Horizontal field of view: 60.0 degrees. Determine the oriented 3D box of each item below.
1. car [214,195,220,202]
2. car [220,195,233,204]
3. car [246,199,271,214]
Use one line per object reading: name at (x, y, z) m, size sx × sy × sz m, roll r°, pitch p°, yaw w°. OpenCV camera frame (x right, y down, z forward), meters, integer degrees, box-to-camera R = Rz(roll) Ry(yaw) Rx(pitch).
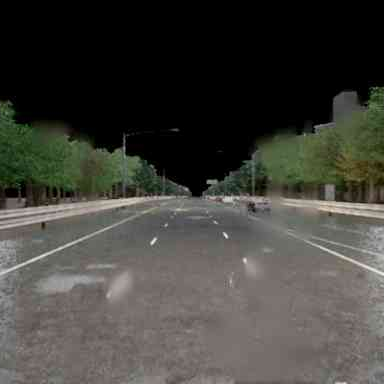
car at (7.122, 1.547, 81.747) m, size 2.097 × 1.767 × 4.553 m, roll 0°, pitch -1°, yaw 0°
car at (7.051, 1.595, 65.665) m, size 1.812 × 1.442 × 4.674 m, roll 0°, pitch 0°, yaw 0°
car at (7.004, 1.498, 35.316) m, size 2.128 × 1.511 × 4.902 m, roll 0°, pitch 0°, yaw 0°
